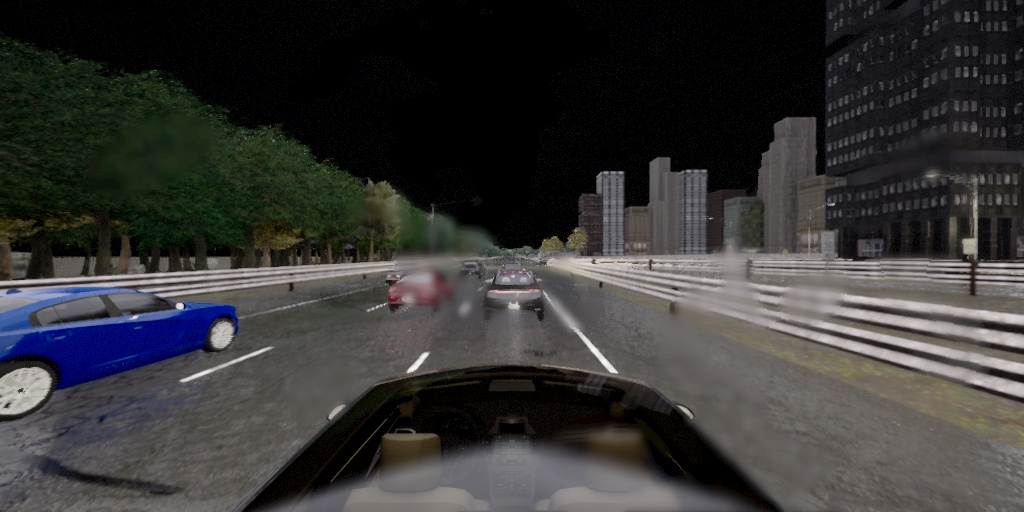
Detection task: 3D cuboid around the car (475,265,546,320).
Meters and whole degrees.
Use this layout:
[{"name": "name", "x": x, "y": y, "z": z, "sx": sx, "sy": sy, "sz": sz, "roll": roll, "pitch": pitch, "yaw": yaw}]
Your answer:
[{"name": "car", "x": 0.093, "y": 1.237, "z": 12.564, "sx": 2.128, "sy": 1.511, "sz": 4.902, "roll": 0, "pitch": 0, "yaw": 0}]

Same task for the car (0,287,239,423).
[{"name": "car", "x": -6.904, "y": 1.227, "z": 5.798, "sx": 1.882, "sy": 1.535, "sz": 5.008, "roll": 0, "pitch": 0, "yaw": 0}]

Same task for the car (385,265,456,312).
[{"name": "car", "x": -3.407, "y": 1.270, "z": 14.096, "sx": 1.812, "sy": 1.442, "sz": 4.674, "roll": 0, "pitch": 0, "yaw": 0}]

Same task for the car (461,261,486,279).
[{"name": "car", "x": -3.414, "y": 1.221, "z": 32.110, "sx": 1.837, "sy": 1.490, "sz": 4.892, "roll": 0, "pitch": 0, "yaw": 0}]

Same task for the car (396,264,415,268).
[{"name": "car", "x": -6.910, "y": 1.279, "z": 24.370, "sx": 2.033, "sy": 1.411, "sz": 5.357, "roll": 0, "pitch": 0, "yaw": 0}]
